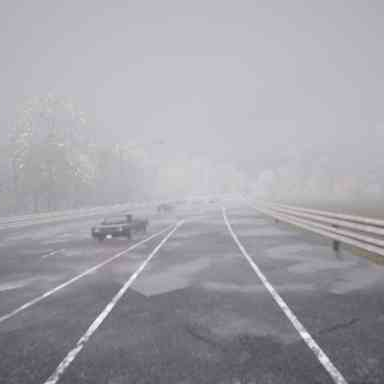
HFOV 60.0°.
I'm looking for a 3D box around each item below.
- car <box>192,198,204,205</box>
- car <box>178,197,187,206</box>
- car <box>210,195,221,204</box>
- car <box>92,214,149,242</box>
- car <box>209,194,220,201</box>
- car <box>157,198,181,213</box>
[{"bbox_3d":[1.243,1.890,69.069,1.994,1.385,4.181,-4,0,12],"label":"car"},{"bbox_3d":[-2.385,1.941,68.872,2.097,1.767,4.553,-4,0,12],"label":"car"},{"bbox_3d":[4.837,1.628,69.216,1.994,1.385,4.181,-4,0,12],"label":"car"},{"bbox_3d":[-3.894,1.943,19.021,1.895,1.301,4.718,-4,0,8],"label":"car"},{"bbox_3d":[6.176,1.489,91.510,2.097,1.767,4.553,-4,0,13],"label":"car"},{"bbox_3d":[-3.358,1.991,44.876,1.837,1.490,4.892,-4,0,10],"label":"car"}]
